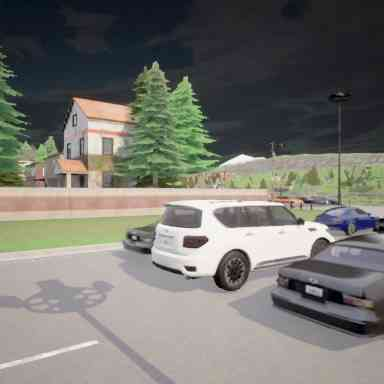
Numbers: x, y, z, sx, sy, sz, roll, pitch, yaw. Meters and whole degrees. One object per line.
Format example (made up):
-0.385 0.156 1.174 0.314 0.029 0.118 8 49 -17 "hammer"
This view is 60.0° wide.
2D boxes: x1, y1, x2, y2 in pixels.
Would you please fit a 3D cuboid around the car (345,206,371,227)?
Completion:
8.715 1.525 18.549 4.674 1.442 1.812 0 0 -35 "car"

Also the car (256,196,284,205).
14.363 1.477 61.567 1.882 1.535 5.008 0 0 -36 "car"

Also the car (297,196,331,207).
19.785 1.491 54.027 2.128 1.511 4.902 0 0 -36 "car"

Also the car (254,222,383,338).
3.891 1.548 6.522 5.357 1.411 2.033 0 0 -36 "car"

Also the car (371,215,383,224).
10.784 1.478 15.726 5.008 1.535 1.882 0 0 -35 "car"

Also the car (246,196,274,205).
11.979 1.505 58.867 1.837 1.490 4.892 0 0 -36 "car"

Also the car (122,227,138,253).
0.133 1.548 12.435 5.357 1.411 2.033 0 0 -36 "car"

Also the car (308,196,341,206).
22.355 1.477 56.454 1.882 1.535 5.008 0 0 -36 "car"

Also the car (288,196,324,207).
17.474 1.478 51.243 1.882 1.535 5.008 0 0 -36 "car"

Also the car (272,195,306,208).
14.383 1.352 49.545 2.097 1.767 4.553 0 0 -36 "car"

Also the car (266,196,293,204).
16.826 1.491 64.175 2.128 1.511 4.902 0 0 -35 "car"

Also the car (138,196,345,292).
1.588 1.222 9.179 5.566 2.045 2.150 0 0 -36 "car"
